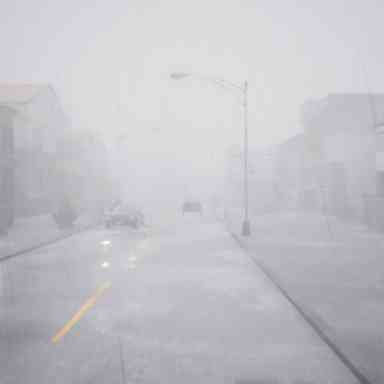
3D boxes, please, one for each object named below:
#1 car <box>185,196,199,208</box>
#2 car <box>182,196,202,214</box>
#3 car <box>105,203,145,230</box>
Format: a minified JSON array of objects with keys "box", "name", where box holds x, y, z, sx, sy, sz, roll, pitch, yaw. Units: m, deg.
[{"box":[0.040,1.345,47.452,1.882,1.535,5.008,0,0,0],"name":"car"},{"box":[0.010,1.383,33.913,1.882,1.535,5.008,0,0,0],"name":"car"},{"box":[-4.091,1.467,20.944,1.812,1.442,4.674,0,0,0],"name":"car"}]
